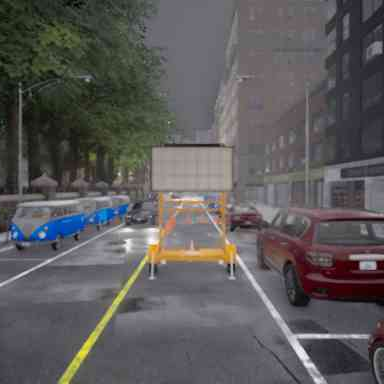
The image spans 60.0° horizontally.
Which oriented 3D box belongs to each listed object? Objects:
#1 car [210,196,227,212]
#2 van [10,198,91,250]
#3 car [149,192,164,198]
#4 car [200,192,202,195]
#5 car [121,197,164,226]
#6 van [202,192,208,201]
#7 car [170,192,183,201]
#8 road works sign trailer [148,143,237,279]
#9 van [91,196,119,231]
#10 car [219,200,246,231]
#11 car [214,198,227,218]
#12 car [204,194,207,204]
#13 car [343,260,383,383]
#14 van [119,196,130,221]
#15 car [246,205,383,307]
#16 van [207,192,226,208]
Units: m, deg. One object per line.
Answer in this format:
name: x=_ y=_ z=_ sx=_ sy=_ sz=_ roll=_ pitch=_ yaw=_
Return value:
car: x=2.876 y=1.352 z=30.430 sx=1.802 sy=1.307 sz=4.206 roll=0 pitch=0 yaw=0
van: x=-5.662 y=1.243 z=13.430 sx=1.690 sy=1.788 sz=3.998 roll=0 pitch=0 yaw=0
car: x=-5.634 y=0.896 z=53.034 sx=2.192 sy=1.841 sz=5.009 roll=0 pitch=0 yaw=0
car: x=2.895 y=1.097 z=58.731 sx=1.947 sy=1.339 sz=4.313 roll=0 pitch=1 yaw=0
car: x=-3.084 y=1.343 z=21.808 sx=1.837 sy=1.490 sz=4.892 roll=0 pitch=0 yaw=0
van: x=2.891 y=0.922 z=53.069 sx=1.690 sy=1.788 sz=3.998 roll=0 pitch=1 yaw=0
car: x=-2.957 y=0.772 z=63.530 sx=1.882 sy=1.535 sz=5.008 roll=0 pitch=1 yaw=0
road works sign trailer: x=0.006 y=0.394 z=9.736 sx=2.380 sy=3.560 sz=2.880 roll=0 pitch=0 yaw=0
van: x=-5.658 y=1.201 z=19.088 sx=1.690 sy=1.788 sz=3.998 roll=0 pitch=0 yaw=0
car: x=2.868 y=1.404 z=19.109 sx=1.887 sy=1.381 sz=4.507 roll=0 pitch=0 yaw=0
car: x=2.872 y=1.397 z=24.769 sx=1.802 sy=1.307 sz=4.206 roll=0 pitch=0 yaw=0
car: x=2.883 y=1.223 z=41.750 sx=1.887 sy=1.381 sz=4.507 roll=0 pitch=0 yaw=0
car: x=2.856 y=1.566 z=2.128 sx=1.802 sy=1.307 sz=4.206 roll=0 pitch=0 yaw=0
van: x=-5.654 y=1.157 z=24.746 sx=1.690 sy=1.788 sz=3.998 roll=0 pitch=0 yaw=0
car: x=2.859 y=1.259 z=7.787 sx=2.192 sy=1.841 sz=5.009 roll=0 pitch=0 yaw=0
van: x=2.879 y=1.066 z=36.088 sx=1.690 sy=1.788 sz=3.998 roll=0 pitch=0 yaw=0
